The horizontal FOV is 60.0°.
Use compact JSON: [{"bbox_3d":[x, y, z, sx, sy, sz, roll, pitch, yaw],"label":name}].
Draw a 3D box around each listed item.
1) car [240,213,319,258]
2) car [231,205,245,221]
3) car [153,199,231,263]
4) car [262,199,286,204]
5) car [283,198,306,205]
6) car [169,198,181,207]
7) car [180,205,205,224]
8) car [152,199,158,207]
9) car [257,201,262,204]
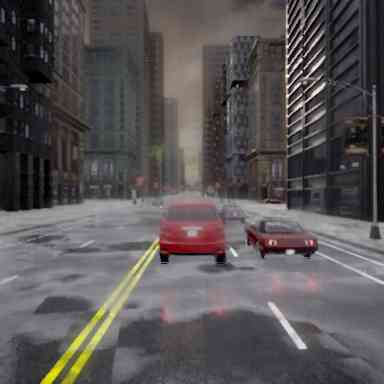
[{"bbox_3d":[3.285,1.727,13.250,1.895,1.301,4.718,0,-1,1],"label":"car"},{"bbox_3d":[3.290,1.806,27.546,2.033,1.411,5.357,0,-1,1],"label":"car"},{"bbox_3d":[0.025,1.344,12.580,2.150,2.045,5.566,0,0,0],"label":"car"},{"bbox_3d":[20.824,2.529,84.150,4.507,1.381,1.887,1,-1,0],"label":"car"},{"bbox_3d":[25.914,2.369,84.132,5.009,1.841,2.192,1,-1,0],"label":"car"},{"bbox_3d":[-3.206,2.026,63.333,1.882,1.535,5.008,0,0,1],"label":"car"},{"bbox_3d":[0.054,1.830,28.403,1.994,1.385,4.181,0,0,1],"label":"car"},{"bbox_3d":[-6.451,2.049,63.241,1.837,1.490,4.892,0,0,1],"label":"car"},{"bbox_3d":[20.694,2.598,92.677,4.829,1.417,1.752,1,-1,0],"label":"car"}]
